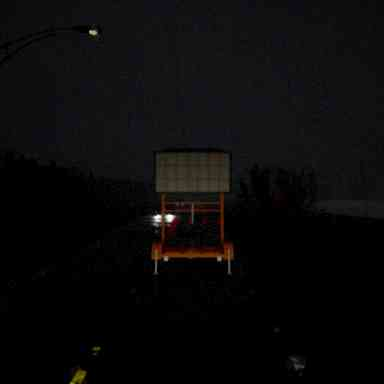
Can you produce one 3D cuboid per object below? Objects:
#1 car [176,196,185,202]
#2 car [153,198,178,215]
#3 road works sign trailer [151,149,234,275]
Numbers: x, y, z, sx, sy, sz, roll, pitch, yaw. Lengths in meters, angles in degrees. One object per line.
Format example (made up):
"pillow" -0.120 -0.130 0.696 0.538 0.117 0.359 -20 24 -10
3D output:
"car" -2.596 1.587 74.352 1.994 1.385 4.181 0 0 0
"car" -2.778 1.560 33.692 1.994 1.385 4.181 0 0 0
"road works sign trailer" 0.022 0.456 10.426 2.380 3.560 2.880 0 0 0
